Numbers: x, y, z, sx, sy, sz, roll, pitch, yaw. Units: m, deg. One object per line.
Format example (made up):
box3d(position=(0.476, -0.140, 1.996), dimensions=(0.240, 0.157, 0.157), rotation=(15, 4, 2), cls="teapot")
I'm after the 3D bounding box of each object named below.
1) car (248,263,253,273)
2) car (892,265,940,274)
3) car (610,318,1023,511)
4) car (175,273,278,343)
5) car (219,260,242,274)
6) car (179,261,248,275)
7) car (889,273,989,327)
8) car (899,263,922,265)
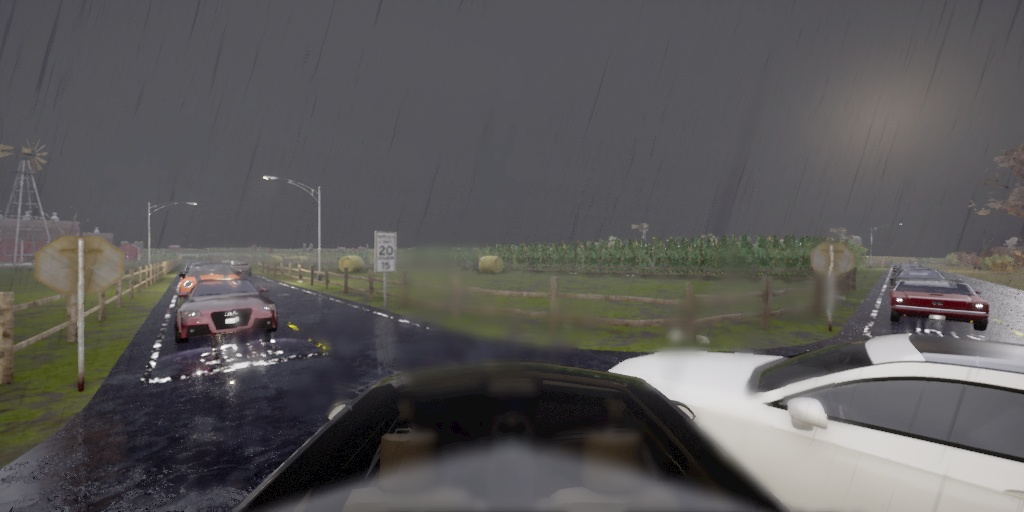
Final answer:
box3d(position=(-27.103, 1.279, 35.616), dimensions=(2.128, 1.511, 4.902), rotation=(0, 0, -42), cls="car")
box3d(position=(20.534, 1.362, 18.104), dimensions=(5.357, 1.411, 2.033), rotation=(0, 1, -43), cls="car")
box3d(position=(2.831, 1.294, 2.418), dimensions=(1.812, 1.442, 4.674), rotation=(0, 1, -44), cls="car")
box3d(position=(-7.974, 1.354, 9.968), dimensions=(1.994, 1.385, 4.181), rotation=(0, 0, -43), cls="car")
box3d(position=(-33.849, 1.299, 43.050), dimensions=(1.837, 1.490, 4.892), rotation=(0, 0, -42), cls="car")
box3d(position=(-13.772, 1.138, 16.432), dimensions=(2.097, 1.767, 4.553), rotation=(0, 0, -42), cls="car")
box3d(position=(13.479, 1.398, 11.516), dimensions=(4.718, 1.301, 1.895), rotation=(0, 1, -43), cls="car")
box3d(position=(27.267, 1.400, 24.382), dimensions=(4.181, 1.385, 1.994), rotation=(0, 1, -43), cls="car")
